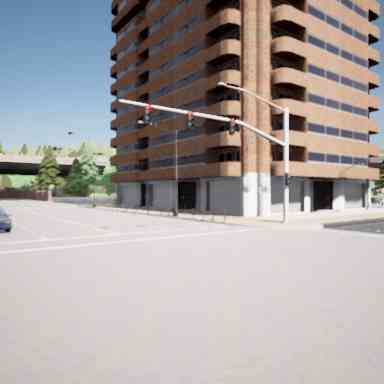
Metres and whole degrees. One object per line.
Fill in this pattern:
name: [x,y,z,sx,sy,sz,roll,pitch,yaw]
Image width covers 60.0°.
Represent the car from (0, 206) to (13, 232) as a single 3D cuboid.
car: [-11.928,1.545,19.646,2.033,1.411,5.357,0,0,-36]
